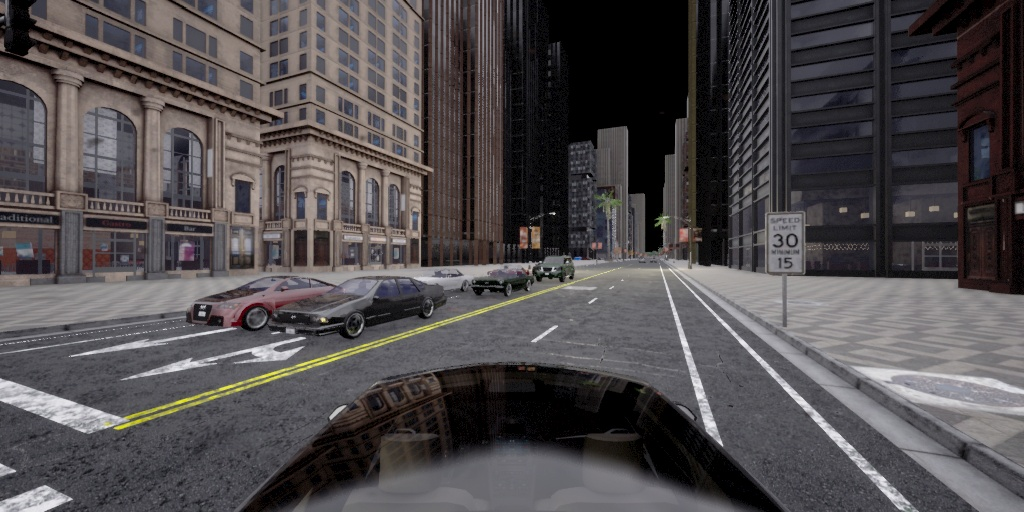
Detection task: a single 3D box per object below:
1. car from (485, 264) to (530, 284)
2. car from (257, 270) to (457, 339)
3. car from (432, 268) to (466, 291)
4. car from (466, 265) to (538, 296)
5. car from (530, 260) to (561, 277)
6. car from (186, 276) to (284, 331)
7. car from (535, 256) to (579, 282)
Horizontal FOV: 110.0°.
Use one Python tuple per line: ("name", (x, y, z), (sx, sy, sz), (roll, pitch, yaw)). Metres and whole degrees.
("car", (-0.224, 1.363, 28.459), (1.895, 1.301, 4.718), (0, 0, 22))
("car", (-3.986, 1.299, 10.525), (2.033, 1.411, 5.357), (0, 0, 22))
("car", (-3.967, 1.356, 19.227), (1.895, 1.301, 4.718), (0, 0, 22))
("car", (-0.384, 1.357, 19.412), (1.895, 1.301, 4.718), (0, 0, 22))
("car", (3.645, 1.250, 37.903), (1.882, 1.535, 5.008), (0, 0, 23))
("car", (-7.254, 1.315, 11.106), (1.994, 1.385, 4.181), (0, 0, 22))
("car", (3.637, 0.986, 29.324), (2.150, 2.045, 5.566), (0, 0, 22))
